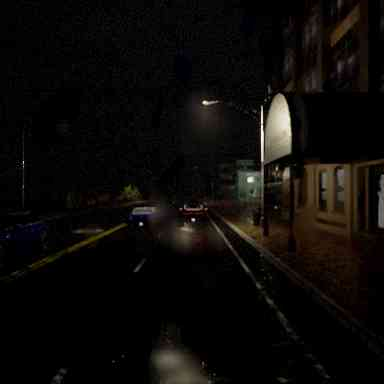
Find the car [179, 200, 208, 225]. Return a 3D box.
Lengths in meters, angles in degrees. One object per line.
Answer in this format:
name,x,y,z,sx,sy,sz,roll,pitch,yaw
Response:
car,0.096,1.616,24.843,1.837,1.490,4.892,0,0,0

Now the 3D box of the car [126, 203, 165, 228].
car,-3.158,1.702,22.865,1.895,1.301,4.718,0,0,0

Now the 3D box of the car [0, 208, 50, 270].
car,-6.581,1.405,11.046,2.097,1.767,4.553,0,-1,0

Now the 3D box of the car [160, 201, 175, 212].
car,-3.153,1.744,41.353,1.994,1.385,4.181,0,0,0

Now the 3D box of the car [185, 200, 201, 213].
car,0.098,1.706,41.239,1.812,1.442,4.674,0,0,0
